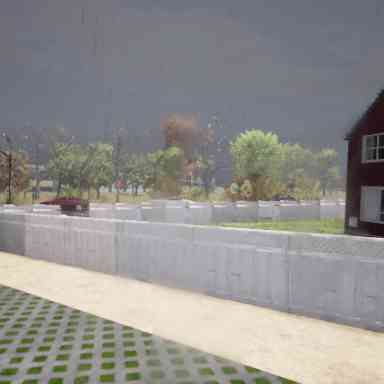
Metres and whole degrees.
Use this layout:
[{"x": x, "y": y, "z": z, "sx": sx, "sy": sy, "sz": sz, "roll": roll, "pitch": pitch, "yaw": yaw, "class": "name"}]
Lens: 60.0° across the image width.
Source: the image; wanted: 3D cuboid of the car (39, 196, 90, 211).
[{"x": -13.432, "y": 1.164, "z": 35.148, "sx": 5.008, "sy": 1.535, "sz": 1.882, "roll": 0, "pitch": 2, "yaw": -18, "class": "car"}]

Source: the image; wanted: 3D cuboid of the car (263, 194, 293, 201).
[{"x": 11.251, "y": 1.027, "z": 43.377, "sx": 4.674, "sy": 1.442, "sz": 1.812, "roll": 0, "pitch": 2, "yaw": -18, "class": "car"}]

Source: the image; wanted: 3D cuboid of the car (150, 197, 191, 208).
[{"x": -2.565, "y": 1.196, "z": 38.787, "sx": 4.718, "sy": 1.301, "sz": 1.895, "roll": -1, "pitch": 2, "yaw": -19, "class": "car"}]

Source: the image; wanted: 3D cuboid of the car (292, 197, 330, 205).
[{"x": 13.247, "y": 1.380, "z": 33.592, "sx": 5.357, "sy": 1.411, "sz": 2.033, "roll": 0, "pitch": 2, "yaw": -19, "class": "car"}]
